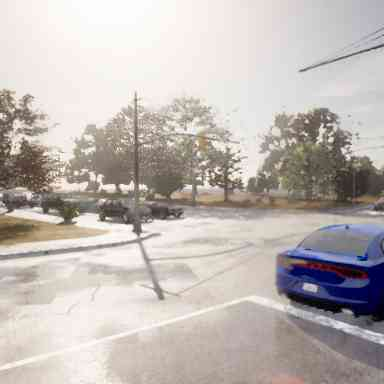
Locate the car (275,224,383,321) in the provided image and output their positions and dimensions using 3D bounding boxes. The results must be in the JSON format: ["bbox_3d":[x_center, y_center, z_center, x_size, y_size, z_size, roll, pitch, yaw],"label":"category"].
[{"bbox_3d":[3.789,1.450,7.421,5.008,1.535,1.882,-1,1,-44],"label":"car"}]

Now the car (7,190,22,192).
[{"bbox_3d":[-25.121,0.446,47.401,5.008,1.535,1.882,3,3,43],"label":"car"}]

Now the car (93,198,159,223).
[{"bbox_3d":[-5.041,1.270,25.072,4.553,1.767,2.097,1,1,41],"label":"car"}]

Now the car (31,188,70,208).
[{"bbox_3d":[-17.217,0.655,40.420,5.566,2.045,2.150,3,3,41],"label":"car"}]

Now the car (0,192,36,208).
[{"bbox_3d":[-19.679,1.069,37.930,4.718,1.301,1.895,3,3,41],"label":"car"}]

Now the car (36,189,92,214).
[{"bbox_3d":[-12.139,0.999,31.301,5.566,2.045,2.150,2,2,41],"label":"car"}]

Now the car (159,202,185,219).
[{"bbox_3d":[-2.873,1.476,27.840,4.718,1.301,1.895,1,1,41],"label":"car"}]

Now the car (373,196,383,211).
[{"bbox_3d":[19.766,1.157,33.545,1.812,1.442,4.674,0,0,40],"label":"car"}]

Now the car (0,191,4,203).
[{"bbox_3d":[-27.341,0.563,44.702,5.357,1.411,2.033,4,3,42],"label":"car"}]
